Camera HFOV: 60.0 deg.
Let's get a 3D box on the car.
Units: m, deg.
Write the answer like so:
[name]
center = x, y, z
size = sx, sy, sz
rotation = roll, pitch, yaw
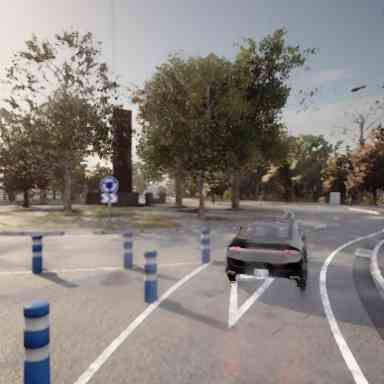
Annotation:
[car]
center = 2.235, 1.446, 9.227
size = 2.128, 1.511, 4.902
rotation = 0, 1, 19
